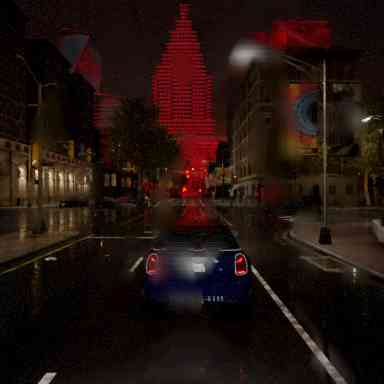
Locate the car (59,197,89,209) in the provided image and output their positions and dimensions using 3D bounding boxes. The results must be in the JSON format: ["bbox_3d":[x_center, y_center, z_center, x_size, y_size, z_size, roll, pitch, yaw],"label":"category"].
[{"bbox_3d":[-16.025,1.493,45.447,2.128,1.511,4.902,0,0,17],"label":"car"}]

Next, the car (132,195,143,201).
[{"bbox_3d":[-14.698,1.510,90.241,2.128,1.511,4.902,0,0,0],"label":"car"}]

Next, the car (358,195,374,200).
[{"bbox_3d":[34.674,1.481,68.709,2.231,1.521,4.892,0,0,0],"label":"car"}]

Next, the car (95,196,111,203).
[{"bbox_3d":[-18.025,1.595,67.492,1.895,1.301,4.718,0,0,0],"label":"car"}]

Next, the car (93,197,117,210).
[{"bbox_3d":[-11.456,1.564,43.689,1.994,1.385,4.181,0,0,0],"label":"car"}]

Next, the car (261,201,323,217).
[{"bbox_3d":[9.112,1.547,30.499,5.357,1.411,2.033,0,0,0],"label":"car"}]

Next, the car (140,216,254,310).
[{"bbox_3d":[0.100,1.352,7.983,2.097,1.767,4.553,0,0,0],"label":"car"}]

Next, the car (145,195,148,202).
[{"bbox_3d":[-11.247,1.478,75.904,1.882,1.535,5.008,0,0,0],"label":"car"}]

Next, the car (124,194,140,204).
[{"bbox_3d":[-11.326,1.525,64.206,1.812,1.442,4.674,0,0,1],"label":"car"}]

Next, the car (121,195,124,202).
[{"bbox_3d":[-14.751,1.355,74.825,2.097,1.767,4.553,0,0,0],"label":"car"}]
